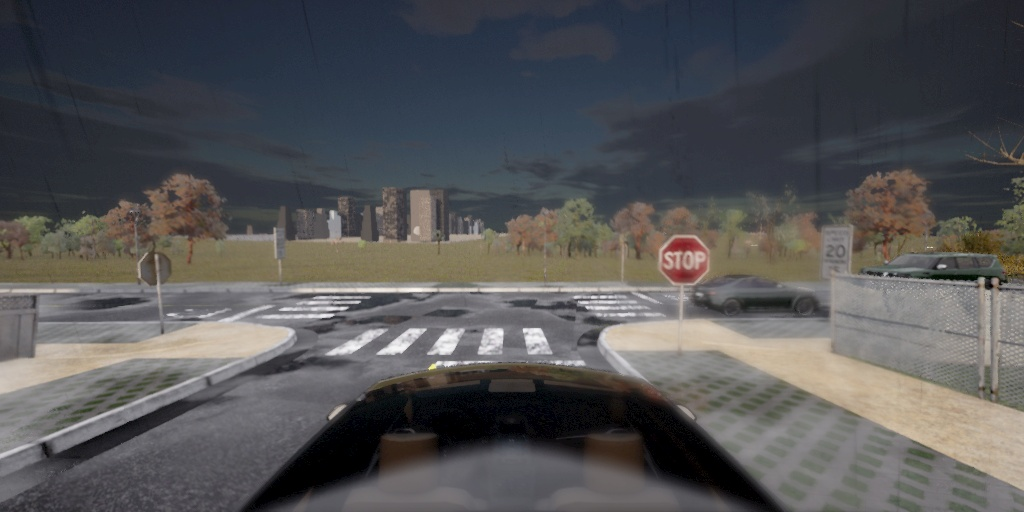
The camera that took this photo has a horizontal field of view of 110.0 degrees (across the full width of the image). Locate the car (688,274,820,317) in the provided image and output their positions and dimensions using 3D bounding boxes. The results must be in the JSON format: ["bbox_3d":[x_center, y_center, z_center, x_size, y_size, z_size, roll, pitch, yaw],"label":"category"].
[{"bbox_3d":[8.921,1.389,13.360,4.181,1.385,1.994,0,4,-4],"label":"car"}]

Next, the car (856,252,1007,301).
[{"bbox_3d":[19.403,0.873,16.708,5.566,2.045,2.150,0,4,-2],"label":"car"}]
